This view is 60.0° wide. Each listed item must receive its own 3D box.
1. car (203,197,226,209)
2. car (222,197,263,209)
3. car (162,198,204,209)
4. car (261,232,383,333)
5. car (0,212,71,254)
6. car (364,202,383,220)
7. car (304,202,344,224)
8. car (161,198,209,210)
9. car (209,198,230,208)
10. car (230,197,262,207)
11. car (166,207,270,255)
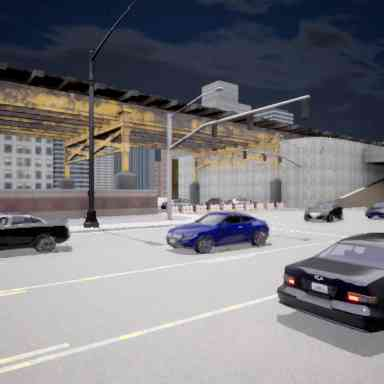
[{"bbox_3d":[2.812,1.295,40.521,1.853,1.218,4.536,0,0,18],"label":"car"},{"bbox_3d":[6.708,1.453,44.231,4.974,1.542,2.038,0,0,-7],"label":"car"},{"bbox_3d":[-1.001,1.295,37.795,4.536,1.218,1.853,0,0,8],"label":"car"},{"bbox_3d":[4.050,1.547,6.664,5.357,1.411,2.033,0,0,-35],"label":"car"},{"bbox_3d":[-6.935,1.491,11.946,4.902,1.511,2.128,0,0,-36],"label":"car"},{"bbox_3d":[16.081,1.547,27.743,2.033,1.411,5.357,0,0,43],"label":"car"},{"bbox_3d":[10.099,1.491,25.325,2.128,1.511,4.902,0,0,38],"label":"car"},{"bbox_3d":[-0.949,1.453,37.788,4.974,1.542,2.038,0,0,8],"label":"car"},{"bbox_3d":[2.796,1.453,40.472,2.038,1.542,4.974,0,0,18],"label":"car"},{"bbox_3d":[6.656,1.295,44.224,4.536,1.218,1.853,0,0,-7],"label":"car"},{"bbox_3d":[1.186,1.525,13.456,4.674,1.442,1.812,0,0,-35],"label":"car"}]
